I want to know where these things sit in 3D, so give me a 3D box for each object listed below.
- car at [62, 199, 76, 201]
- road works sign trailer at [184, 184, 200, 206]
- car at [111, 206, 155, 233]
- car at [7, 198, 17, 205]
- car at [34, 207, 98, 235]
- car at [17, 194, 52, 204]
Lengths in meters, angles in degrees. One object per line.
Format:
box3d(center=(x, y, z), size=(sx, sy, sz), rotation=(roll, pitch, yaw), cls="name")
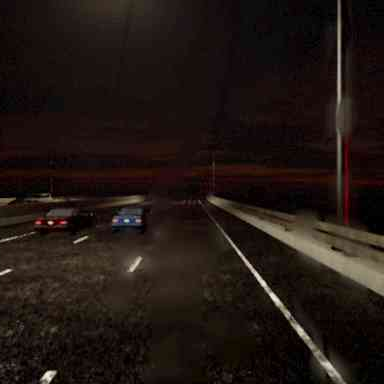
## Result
box3d(center=(-17.572, 1.602, 47.274), size=(1.895, 1.301, 4.718), rotation=(0, 0, 0), cls="car")
box3d(center=(0.009, 0.462, 55.340), size=(2.380, 3.560, 2.880), rotation=(0, 0, 0), cls="road works sign trailer")
box3d(center=(-3.397, 1.554, 19.818), size=(2.033, 1.411, 5.357), rotation=(0, 0, 0), cls="car")
box3d(center=(-24.556, 1.526, 47.784), size=(1.812, 1.442, 4.674), rotation=(0, 0, 0), cls="car")
box3d(center=(-6.899, 1.554, 18.731), size=(2.033, 1.411, 5.357), rotation=(0, 0, 0), cls="car")
box3d(center=(-21.067, 1.226, 45.425), size=(2.150, 2.045, 5.566), rotation=(0, 0, 0), cls="car")
